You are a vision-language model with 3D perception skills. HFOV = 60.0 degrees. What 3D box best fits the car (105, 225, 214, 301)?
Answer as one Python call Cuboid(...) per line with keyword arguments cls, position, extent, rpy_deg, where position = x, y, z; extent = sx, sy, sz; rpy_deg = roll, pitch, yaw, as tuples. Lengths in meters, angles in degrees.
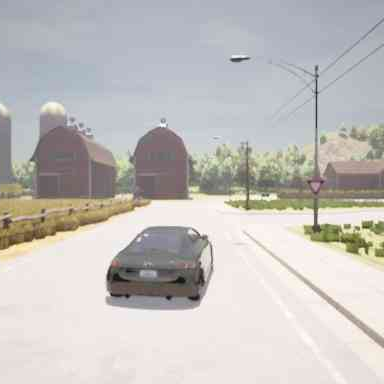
Cuboid(cls="car", position=(-0.557, 1.518, 8.325), extent=(1.994, 1.385, 4.181), rpy_deg=(0, 0, 8))
